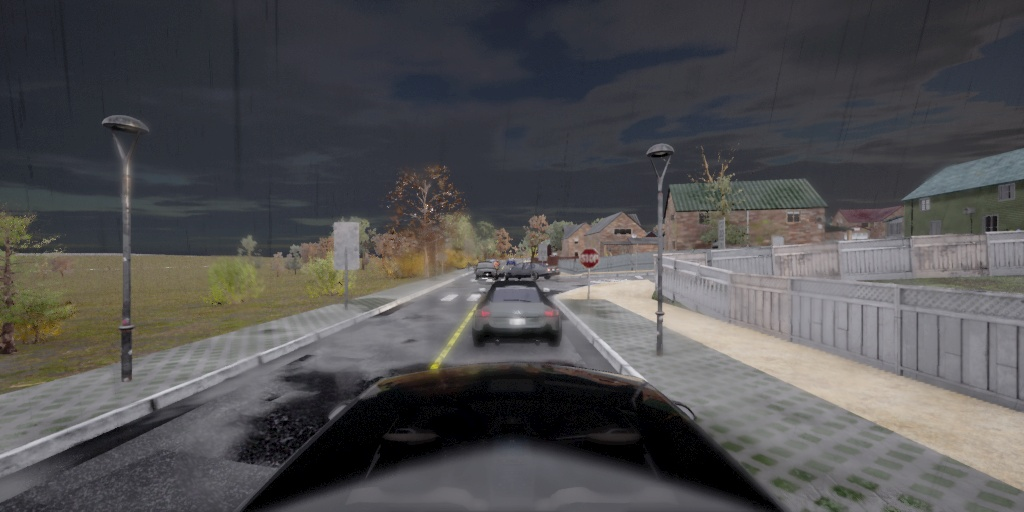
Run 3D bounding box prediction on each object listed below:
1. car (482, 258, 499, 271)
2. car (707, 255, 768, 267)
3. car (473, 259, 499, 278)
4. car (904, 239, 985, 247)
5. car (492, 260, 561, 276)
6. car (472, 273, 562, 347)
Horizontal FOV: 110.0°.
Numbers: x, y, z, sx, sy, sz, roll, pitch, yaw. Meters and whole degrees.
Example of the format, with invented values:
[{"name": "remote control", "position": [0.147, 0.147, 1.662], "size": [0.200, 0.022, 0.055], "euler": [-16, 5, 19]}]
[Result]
[{"name": "car", "position": [-2.984, 1.121, 51.057], "size": [2.097, 1.767, 4.553], "euler": [0, 0, 0]}, {"name": "car", "position": [14.329, 0.413, 22.753], "size": [4.181, 1.385, 1.994], "euler": [-3, 0, 16]}, {"name": "car", "position": [-2.332, 1.258, 31.241], "size": [1.837, 1.490, 4.892], "euler": [0, 0, -8]}, {"name": "car", "position": [23.837, -0.208, 20.357], "size": [4.902, 1.511, 2.128], "euler": [-3, 0, 14]}, {"name": "car", "position": [1.263, 1.198, 28.340], "size": [5.357, 1.411, 2.033], "euler": [-4, -3, 43]}, {"name": "car", "position": [0.081, 1.313, 9.322], "size": [1.994, 1.385, 4.181], "euler": [0, 0, -1]}]
